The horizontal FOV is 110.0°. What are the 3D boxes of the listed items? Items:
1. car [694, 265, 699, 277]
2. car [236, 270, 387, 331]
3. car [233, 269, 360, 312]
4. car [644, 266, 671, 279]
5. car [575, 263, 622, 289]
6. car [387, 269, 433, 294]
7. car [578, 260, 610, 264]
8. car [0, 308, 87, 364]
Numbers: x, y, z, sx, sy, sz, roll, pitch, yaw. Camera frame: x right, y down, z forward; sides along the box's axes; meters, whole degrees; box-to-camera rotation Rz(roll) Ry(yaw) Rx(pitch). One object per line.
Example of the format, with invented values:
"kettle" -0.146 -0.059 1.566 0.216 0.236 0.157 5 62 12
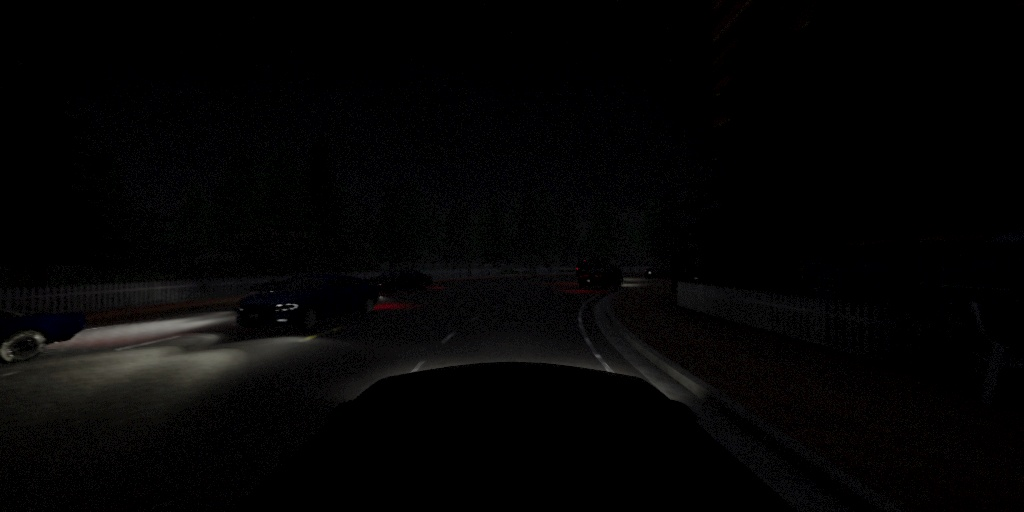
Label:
"car" 20.099 1.656 37.684 5.008 1.535 1.882 0 -1 -28
"car" -6.360 1.347 11.844 1.882 1.535 5.008 0 -1 9
"car" -9.385 1.413 16.237 2.128 1.511 4.902 0 -1 13
"car" 16.625 1.766 39.733 4.181 1.385 1.994 0 -1 -30
"car" 6.480 1.516 26.055 1.882 1.535 5.008 -1 -1 33
"car" -7.159 1.547 22.864 2.033 1.411 5.357 0 -1 21
"car" 8.042 1.347 33.279 2.150 2.045 5.566 -1 -1 43
"car" -10.335 1.396 5.575 1.895 1.301 4.718 0 -1 3
